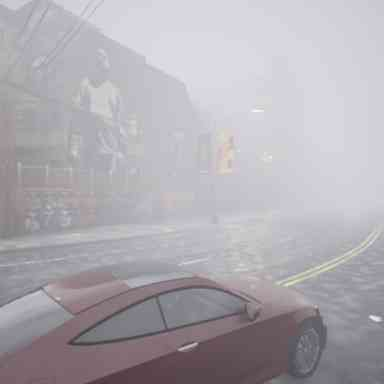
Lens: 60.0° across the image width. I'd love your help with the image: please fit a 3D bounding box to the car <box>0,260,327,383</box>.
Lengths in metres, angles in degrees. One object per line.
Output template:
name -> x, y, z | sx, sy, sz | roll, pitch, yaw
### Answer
car -> -0.357, 1.553, 3.798 | 4.674, 1.442, 1.812 | 0, 0, -38
